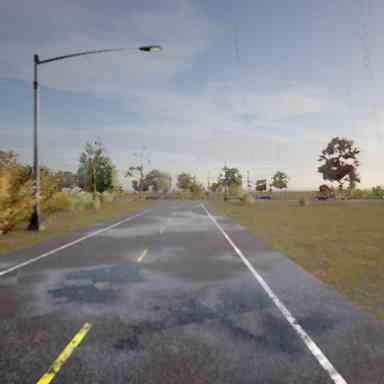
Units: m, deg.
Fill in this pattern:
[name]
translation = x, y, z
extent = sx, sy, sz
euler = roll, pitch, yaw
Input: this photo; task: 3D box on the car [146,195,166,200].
[car]
translation = -9.968, 1.496, 89.581
extent = 4.674, 1.442, 1.812
euler = 0, 0, -2
